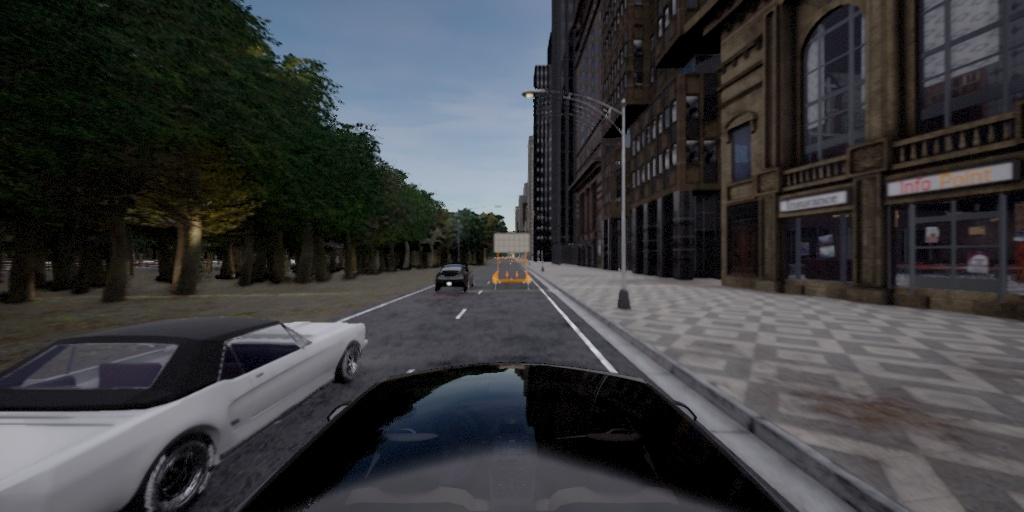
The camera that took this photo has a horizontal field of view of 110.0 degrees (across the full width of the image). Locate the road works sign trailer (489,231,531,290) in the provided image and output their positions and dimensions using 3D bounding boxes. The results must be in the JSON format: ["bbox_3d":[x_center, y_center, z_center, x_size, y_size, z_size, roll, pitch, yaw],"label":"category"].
[{"bbox_3d":[-0.004,0.222,22.797,2.380,3.560,2.880,0,0,0],"label":"road works sign trailer"}]

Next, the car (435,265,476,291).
[{"bbox_3d":[-3.403,1.260,21.814,1.837,1.490,4.892,0,0,0],"label":"car"}]

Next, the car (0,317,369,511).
[{"bbox_3d":[-3.400,1.351,4.080,1.895,1.301,4.718,0,0,0],"label":"car"}]
